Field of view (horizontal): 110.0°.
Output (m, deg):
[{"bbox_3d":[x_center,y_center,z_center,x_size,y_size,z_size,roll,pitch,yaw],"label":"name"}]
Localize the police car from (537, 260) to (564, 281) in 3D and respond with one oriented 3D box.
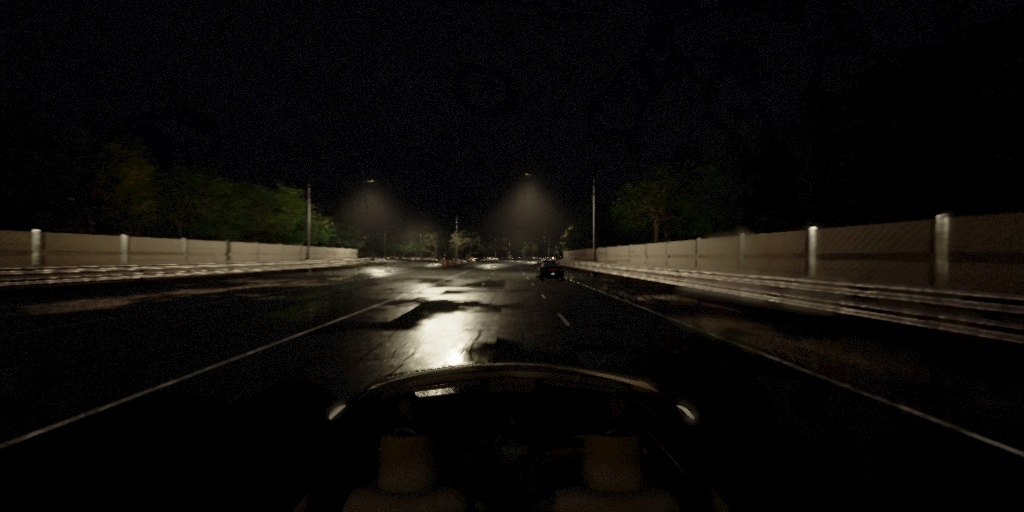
[{"bbox_3d":[3.188,1.203,30.718,1.930,1.638,5.238,0,0,-1],"label":"police car"}]
